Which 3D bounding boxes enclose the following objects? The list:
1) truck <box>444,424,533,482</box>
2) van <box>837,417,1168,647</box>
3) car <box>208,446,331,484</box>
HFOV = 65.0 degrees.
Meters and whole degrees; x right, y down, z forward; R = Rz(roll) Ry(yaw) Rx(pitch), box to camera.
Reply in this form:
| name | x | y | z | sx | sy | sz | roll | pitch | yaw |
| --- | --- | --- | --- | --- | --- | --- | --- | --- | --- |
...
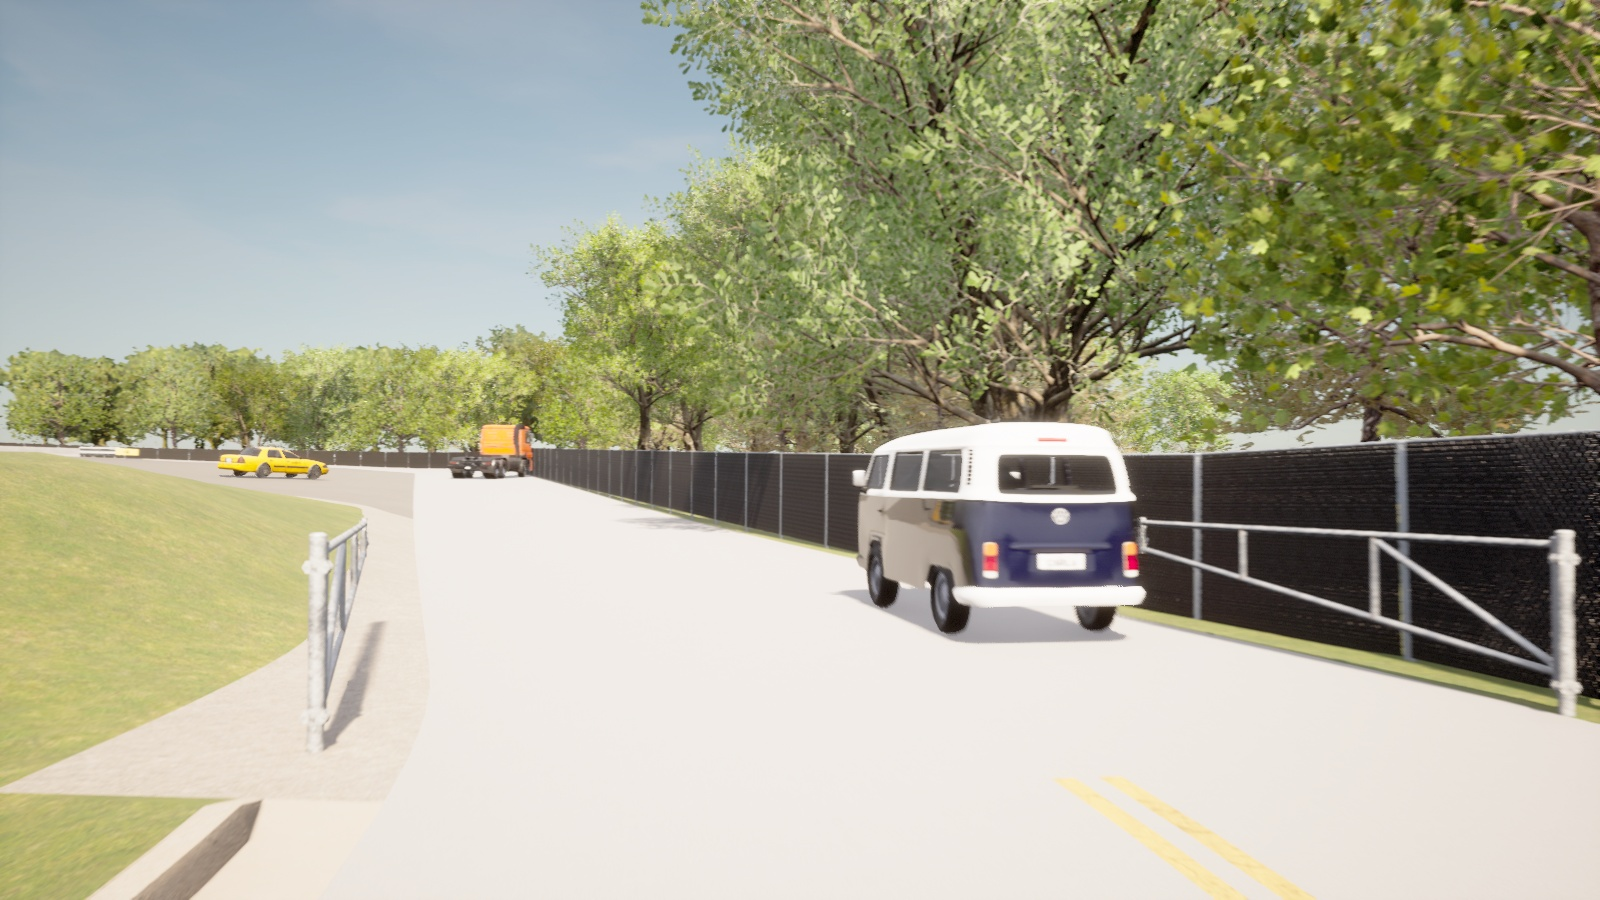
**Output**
| name | x | y | z | sx | sy | sz | roll | pitch | yaw |
| --- | --- | --- | --- | --- | --- | --- | --- | --- | --- |
| truck | -19.597 | 0.185 | 79.502 | 2.891 | 3.462 | 7.936 | 1 | 0 | 6 |
| van | 1.912 | 0.767 | 13.527 | 2.069 | 2.038 | 4.480 | 0 | -1 | -12 |
| car | -25.087 | 0.739 | 59.632 | 1.801 | 1.575 | 5.366 | 2 | -1 | 28 |
